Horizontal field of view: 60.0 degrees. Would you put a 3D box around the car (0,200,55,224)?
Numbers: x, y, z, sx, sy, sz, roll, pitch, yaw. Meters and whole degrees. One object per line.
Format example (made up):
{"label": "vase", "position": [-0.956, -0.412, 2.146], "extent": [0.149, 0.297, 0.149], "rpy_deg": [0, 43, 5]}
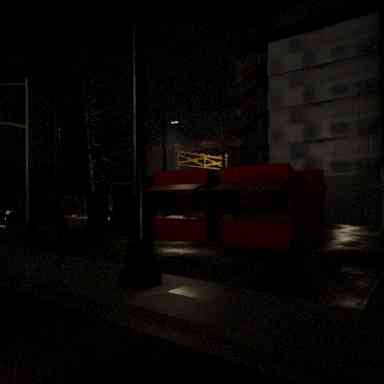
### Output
{"label": "car", "position": [-12.900, 1.491, 26.270], "extent": [2.097, 1.767, 4.553], "rpy_deg": [-1, -1, 36]}

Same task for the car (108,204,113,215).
{"label": "car", "position": [-7.191, 1.663, 34.121], "extent": [1.812, 1.442, 4.674], "rpy_deg": [-1, -1, 36]}
